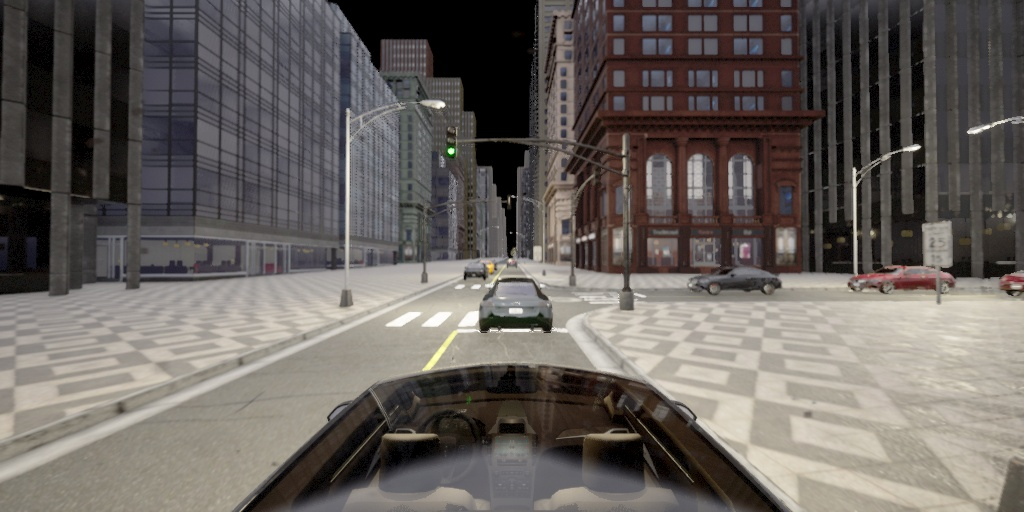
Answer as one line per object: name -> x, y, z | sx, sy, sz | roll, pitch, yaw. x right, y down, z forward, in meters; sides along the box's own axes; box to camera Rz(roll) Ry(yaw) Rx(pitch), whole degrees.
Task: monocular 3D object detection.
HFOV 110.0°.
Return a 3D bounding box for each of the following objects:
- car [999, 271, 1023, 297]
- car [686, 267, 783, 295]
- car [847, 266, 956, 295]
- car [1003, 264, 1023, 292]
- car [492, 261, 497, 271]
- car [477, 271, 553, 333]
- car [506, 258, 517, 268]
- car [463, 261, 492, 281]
car -> 24.873, 1.203, 16.046 | 4.674, 1.442, 1.812 | 0, -1, 0
car -> 11.867, 1.294, 19.241 | 4.674, 1.442, 1.812 | 0, -1, -2
car -> 20.803, 1.263, 19.238 | 4.674, 1.442, 1.812 | 0, -1, 0
car -> 30.161, 1.181, 19.222 | 5.008, 1.535, 1.882 | 0, -1, 0
car -> -3.099, 1.298, 41.647 | 1.882, 1.535, 5.008 | 0, 0, 0
car -> 0.098, 1.337, 10.915 | 1.994, 1.385, 4.181 | 0, 0, 0
car -> -0.008, 1.325, 62.122 | 2.128, 1.511, 4.902 | 0, 0, 0
car -> -3.103, 1.286, 31.622 | 1.882, 1.535, 5.008 | 0, 0, 0
